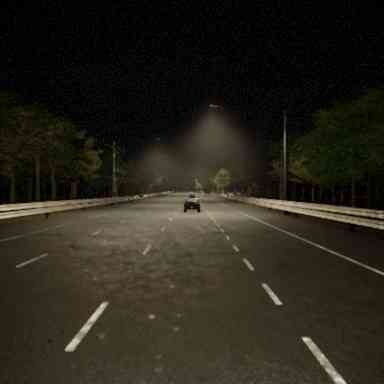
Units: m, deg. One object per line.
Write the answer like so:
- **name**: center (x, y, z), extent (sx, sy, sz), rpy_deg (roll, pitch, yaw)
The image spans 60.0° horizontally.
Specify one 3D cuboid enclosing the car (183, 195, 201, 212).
- **car**: center (0.006, 1.475, 39.073), extent (2.128, 1.511, 4.902), rpy_deg (0, 0, 0)
